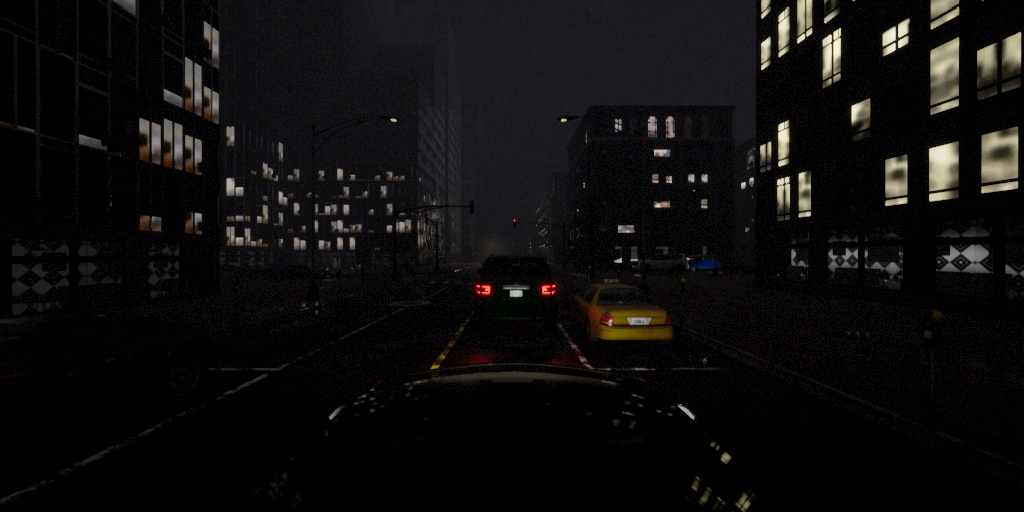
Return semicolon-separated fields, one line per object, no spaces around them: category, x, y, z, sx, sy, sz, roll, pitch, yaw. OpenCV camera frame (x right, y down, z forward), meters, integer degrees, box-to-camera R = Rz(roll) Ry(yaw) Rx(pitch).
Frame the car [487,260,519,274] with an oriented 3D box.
car;-0.948;1.262;41.666;1.812;1.442;4.674;0;0;25

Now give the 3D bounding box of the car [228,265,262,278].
car;-28.436;1.648;39.143;4.403;1.370;2.007;0;0;-1

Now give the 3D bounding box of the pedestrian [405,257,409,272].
pedestrian;-12.387;1.020;42.342;0.375;1.860;0.375;0;1;-1

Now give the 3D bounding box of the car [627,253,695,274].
car;15.401;0.755;37.271;5.566;2.045;2.150;-1;0;-1

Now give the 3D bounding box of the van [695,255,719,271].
van;20.945;0.799;39.800;3.998;1.789;1.690;0;0;-1

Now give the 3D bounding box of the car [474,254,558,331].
car;0.090;0.971;11.072;2.150;2.045;5.566;0;0;0

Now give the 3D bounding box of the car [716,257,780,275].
car;21.060;1.019;31.921;4.507;1.381;1.888;0;0;-1

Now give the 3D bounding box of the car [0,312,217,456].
car;-5.317;1.332;3.783;1.802;1.307;4.207;0;0;0

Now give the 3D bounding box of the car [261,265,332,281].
car;-20.061;1.545;33.874;5.357;1.411;2.033;-1;0;-1

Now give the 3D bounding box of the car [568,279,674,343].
car;2.558;1.275;9.519;1.751;1.417;4.829;0;0;0
